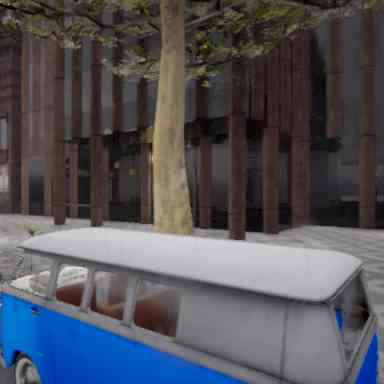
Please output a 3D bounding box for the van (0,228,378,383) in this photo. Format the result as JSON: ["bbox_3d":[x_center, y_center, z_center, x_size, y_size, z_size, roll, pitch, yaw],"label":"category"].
[{"bbox_3d":[-0.338,1.338,3.320,3.998,1.788,1.690,0,0,35],"label":"van"}]
